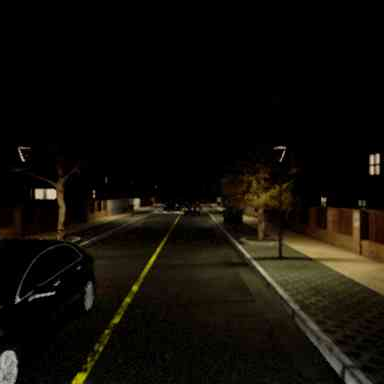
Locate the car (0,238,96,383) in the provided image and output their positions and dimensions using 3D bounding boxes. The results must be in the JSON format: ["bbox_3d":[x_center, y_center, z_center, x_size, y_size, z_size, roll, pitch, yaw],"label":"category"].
[{"bbox_3d":[-2.850,1.554,4.935,1.837,1.490,4.892,0,-1,0],"label":"car"}]

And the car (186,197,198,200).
[{"bbox_3d":[0.000,1.704,49.132,2.150,2.045,5.566,0,0,0],"label":"car"}]

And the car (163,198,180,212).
[{"bbox_3d":[-2.837,1.809,46.808,2.097,1.767,4.553,0,0,0],"label":"car"}]

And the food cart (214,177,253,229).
[{"bbox_3d":[3.048,0.714,25.446,2.280,3.560,4.660,1,1,0],"label":"food cart"}]

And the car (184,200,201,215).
[{"bbox_3d":[0.051,1.923,38.519,2.033,1.411,5.357,0,-1,0],"label":"car"}]
